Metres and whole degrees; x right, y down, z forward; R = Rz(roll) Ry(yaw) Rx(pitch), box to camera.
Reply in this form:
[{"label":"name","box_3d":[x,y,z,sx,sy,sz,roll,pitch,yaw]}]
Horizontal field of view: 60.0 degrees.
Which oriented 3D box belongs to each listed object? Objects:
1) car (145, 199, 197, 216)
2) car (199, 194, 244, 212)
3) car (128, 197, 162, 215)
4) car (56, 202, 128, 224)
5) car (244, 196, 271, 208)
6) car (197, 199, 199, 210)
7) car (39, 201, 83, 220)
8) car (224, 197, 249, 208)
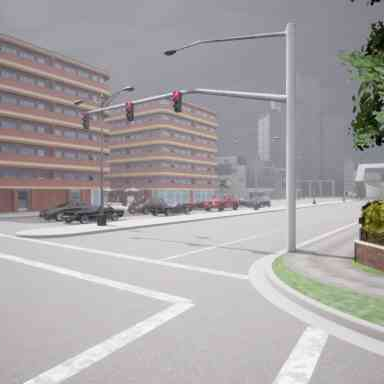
[{"label":"car","box_3d":[-1.952,1.599,32.299,1.895,1.301,4.718,0,0,36]},{"label":"car","box_3d":[3.625,1.221,39.942,2.150,2.045,5.566,0,0,36]},{"label":"car","box_3d":[-4.562,1.352,34.649,2.097,1.767,4.553,0,0,35]},{"label":"car","box_3d":[-7.364,1.601,24.903,1.895,1.301,4.718,0,0,33]},{"label":"car","box_3d":[9.680,1.352,48.206,2.097,1.767,4.553,0,0,36]},{"label":"car","box_3d":[0.693,1.601,41.864,1.895,1.301,4.718,0,0,36]},{"label":"car","box_3d":[-9.967,1.505,27.238,1.837,1.490,4.892,0,0,36]},{"label":"car","box_3d":[6.746,1.525,50.123,1.812,1.442,4.674,0,0,36]}]
